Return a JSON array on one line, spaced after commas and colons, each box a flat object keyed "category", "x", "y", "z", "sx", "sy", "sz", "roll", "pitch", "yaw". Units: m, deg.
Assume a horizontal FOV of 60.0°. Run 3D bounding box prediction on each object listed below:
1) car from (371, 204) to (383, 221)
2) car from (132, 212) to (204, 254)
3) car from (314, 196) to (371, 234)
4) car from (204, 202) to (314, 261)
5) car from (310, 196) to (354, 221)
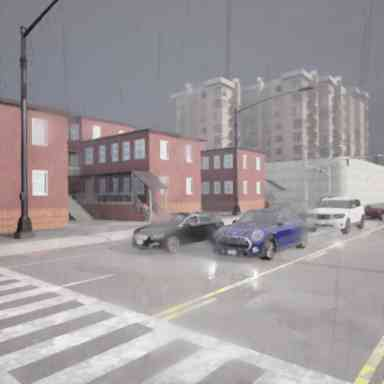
[{"category": "car", "x": 15.472, "y": 1.718, "z": 28.139, "sx": 1.895, "sy": 1.301, "sz": 4.718, "roll": -1, "pitch": -1, "yaw": 40}, {"category": "car", "x": -0.434, "y": 1.660, "z": 14.634, "sx": 2.128, "sy": 1.511, "sz": 4.902, "roll": -1, "pitch": -1, "yaw": 40}, {"category": "car", "x": 8.950, "y": 1.334, "z": 20.399, "sx": 2.150, "sy": 2.045, "sz": 5.566, "roll": -1, "pitch": -1, "yaw": 40}, {"category": "car", "x": 2.779, "y": 1.464, "z": 13.024, "sx": 2.097, "sy": 1.767, "sz": 4.553, "roll": -1, "pitch": -1, "yaw": 40}, {"category": "car", "x": 13.030, "y": 1.396, "z": 30.679, "sx": 2.150, "sy": 2.045, "sz": 5.566, "roll": -1, "pitch": -1, "yaw": 40}]
